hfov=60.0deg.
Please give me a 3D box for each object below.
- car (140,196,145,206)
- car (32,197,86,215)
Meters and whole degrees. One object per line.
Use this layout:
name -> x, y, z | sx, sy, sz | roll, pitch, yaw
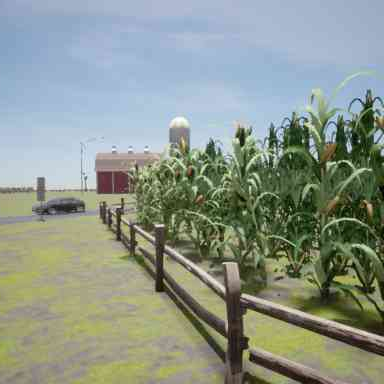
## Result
car -> -4.691, 0.669, 42.329 | 2.150, 2.045, 5.566 | -1, 0, 27
car -> -11.756, 1.203, 29.595 | 1.837, 1.490, 4.892 | -1, 0, 31
